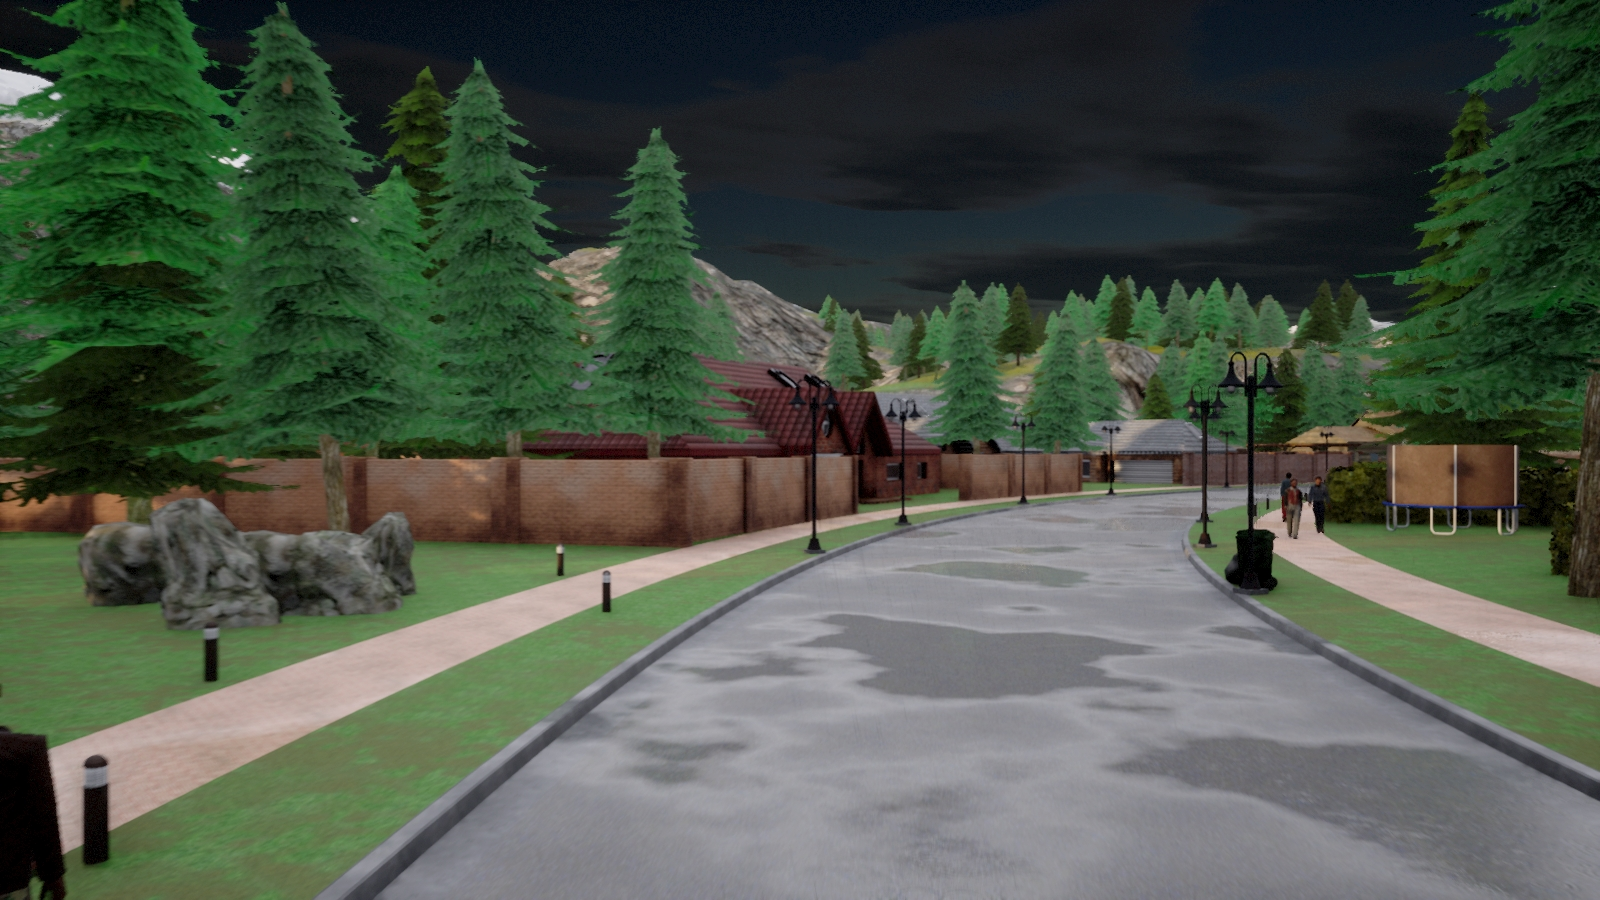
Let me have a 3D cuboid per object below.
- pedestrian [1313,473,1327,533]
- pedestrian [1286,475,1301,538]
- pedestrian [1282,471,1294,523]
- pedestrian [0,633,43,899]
[{"bbox_3d":[16.380,1.674,35.987,0.375,1.860,0.375,0,0,20],"label":"pedestrian"},{"bbox_3d":[14.617,1.674,33.845,0.375,1.860,0.375,0,0,14],"label":"pedestrian"},{"bbox_3d":[17.585,1.676,41.196,0.375,1.860,0.375,0,0,21],"label":"pedestrian"},{"bbox_3d":[-3.146,1.662,4.332,0.375,1.860,0.375,0,0,-19],"label":"pedestrian"}]
